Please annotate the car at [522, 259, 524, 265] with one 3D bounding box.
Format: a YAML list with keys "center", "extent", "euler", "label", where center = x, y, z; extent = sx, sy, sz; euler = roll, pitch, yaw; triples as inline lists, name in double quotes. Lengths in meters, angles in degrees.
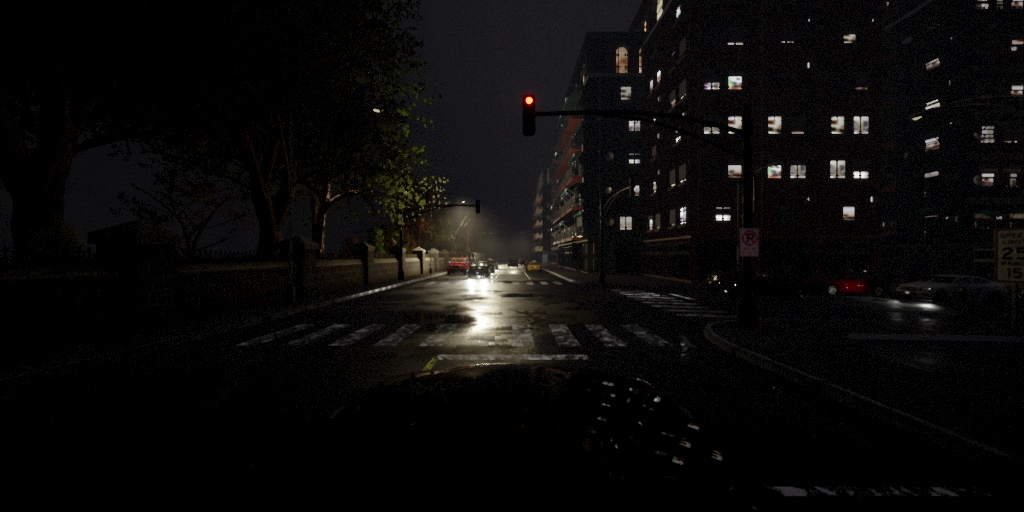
- center: [2.749, 1.305, 49.593]
  extent: [1.888, 1.381, 4.507]
  euler: [0, 0, 0]
  label: "car"

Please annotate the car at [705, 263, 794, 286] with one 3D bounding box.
- center: [14.623, 1.337, 21.922]
  extent: [5.009, 1.841, 2.192]
  euler: [0, 0, 0]
  label: "car"

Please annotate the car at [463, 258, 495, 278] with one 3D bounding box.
- center: [-3.061, 1.243, 34.290]
  extent: [2.128, 1.511, 4.902]
  euler: [0, 0, 0]
  label: "car"

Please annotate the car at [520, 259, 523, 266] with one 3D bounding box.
- center: [2.756, 1.314, 55.128]
  extent: [2.007, 1.370, 4.403]
  euler: [0, 0, 0]
  label: "car"

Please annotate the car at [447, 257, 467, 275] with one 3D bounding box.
- center: [-5.645, 1.068, 38.532]
  extent: [2.192, 1.841, 5.009]
  euler: [0, 0, 0]
  label: "car"

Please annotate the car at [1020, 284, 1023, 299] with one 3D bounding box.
- center: [31.539, 1.856, 21.954]
  extent: [4.829, 1.417, 1.751]
  euler: [0, 0, 0]
  label: "car"

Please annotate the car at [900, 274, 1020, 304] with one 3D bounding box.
- center: [23.667, 1.722, 19.343]
  extent: [4.674, 1.442, 1.812]
  euler: [1, 0, 0]
  label: "car"

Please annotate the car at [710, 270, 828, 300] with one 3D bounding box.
- center: [13.725, 1.618, 19.327]
  extent: [4.718, 1.301, 1.895]
  euler: [1, 0, 0]
  label: "car"

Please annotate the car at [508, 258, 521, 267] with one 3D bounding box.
- center: [0.177, 1.317, 64.305]
  extent: [2.033, 1.411, 5.357]
  euler: [0, 0, -1]
  label: "car"

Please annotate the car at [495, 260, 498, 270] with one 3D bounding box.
- center: [-3.045, 1.261, 43.641]
  extent: [1.837, 1.490, 4.892]
  euler: [0, 0, 0]
  label: "car"

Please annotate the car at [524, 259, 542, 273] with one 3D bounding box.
- center: [2.743, 1.282, 44.228]
  extent: [1.751, 1.417, 4.829]
  euler: [0, 0, 0]
  label: "car"

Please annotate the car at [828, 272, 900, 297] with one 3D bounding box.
- center: [20.318, 1.670, 21.933]
  extent: [4.507, 1.381, 1.888]
  euler: [0, 0, 0]
  label: "car"
